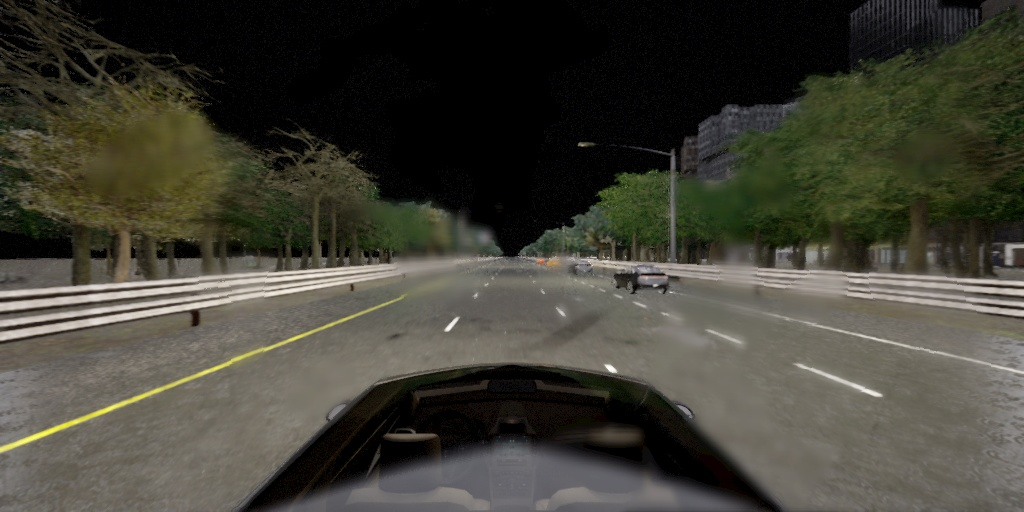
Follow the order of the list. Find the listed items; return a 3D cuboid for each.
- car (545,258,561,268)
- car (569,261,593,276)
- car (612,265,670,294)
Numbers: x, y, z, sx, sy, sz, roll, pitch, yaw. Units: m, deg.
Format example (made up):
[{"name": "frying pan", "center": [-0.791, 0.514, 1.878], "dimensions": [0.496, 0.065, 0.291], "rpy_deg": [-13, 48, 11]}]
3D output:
[{"name": "car", "center": [7.075, 1.217, 59.930], "dimensions": [1.882, 1.535, 5.008], "rpy_deg": [0, 0, 0]}, {"name": "car", "center": [7.037, 1.237, 36.952], "dimensions": [2.128, 1.511, 4.902], "rpy_deg": [0, 0, 0]}, {"name": "car", "center": [7.010, 1.240, 19.949], "dimensions": [2.128, 1.511, 4.902], "rpy_deg": [0, 0, 0]}]
